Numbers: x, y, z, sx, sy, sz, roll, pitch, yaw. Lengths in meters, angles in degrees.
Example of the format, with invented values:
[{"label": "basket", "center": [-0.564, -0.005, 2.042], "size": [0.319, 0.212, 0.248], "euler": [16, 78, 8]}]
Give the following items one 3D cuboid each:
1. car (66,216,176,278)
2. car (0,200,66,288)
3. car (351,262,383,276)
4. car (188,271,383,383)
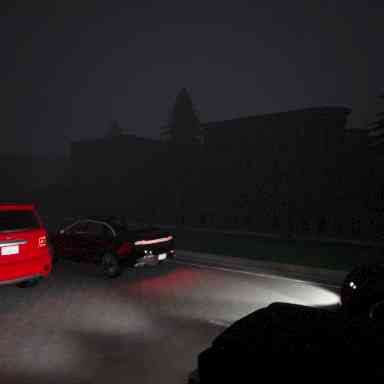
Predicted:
[{"label": "car", "center": [-2.747, 1.492, 10.199], "size": [4.902, 1.511, 2.128], "euler": [0, 0, 36]}, {"label": "car", "center": [-5.675, 1.221, 7.999], "size": [5.566, 2.045, 2.150], "euler": [0, 0, 36]}, {"label": "car", "center": [4.533, 1.564, 5.057], "size": [4.181, 1.385, 1.994], "euler": [0, 0, 35]}, {"label": "car", "center": [2.298, 1.601, 2.353], "size": [4.718, 1.301, 1.895], "euler": [0, 0, 36]}]
